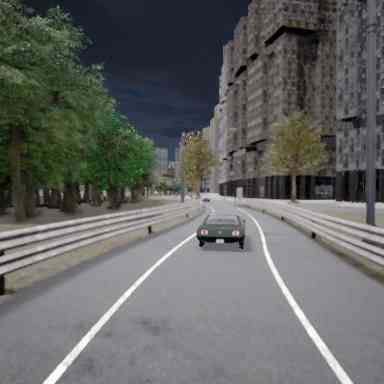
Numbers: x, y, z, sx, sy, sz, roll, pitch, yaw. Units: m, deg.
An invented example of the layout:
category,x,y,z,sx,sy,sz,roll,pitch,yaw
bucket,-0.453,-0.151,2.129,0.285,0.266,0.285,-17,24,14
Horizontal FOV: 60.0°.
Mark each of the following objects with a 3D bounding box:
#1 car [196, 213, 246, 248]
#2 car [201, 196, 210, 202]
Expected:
category,x,y,z,sx,sy,sz,roll,pitch,yaw
car,1.454,1.608,15.003,1.895,1.301,4.718,0,0,10
car,2.557,1.533,71.942,1.895,1.301,4.718,0,0,-10
